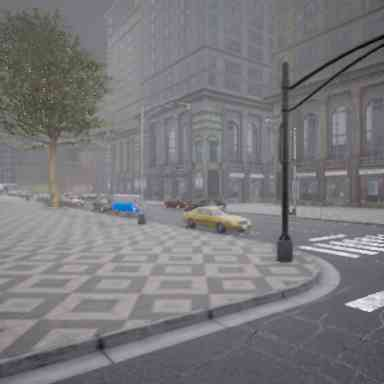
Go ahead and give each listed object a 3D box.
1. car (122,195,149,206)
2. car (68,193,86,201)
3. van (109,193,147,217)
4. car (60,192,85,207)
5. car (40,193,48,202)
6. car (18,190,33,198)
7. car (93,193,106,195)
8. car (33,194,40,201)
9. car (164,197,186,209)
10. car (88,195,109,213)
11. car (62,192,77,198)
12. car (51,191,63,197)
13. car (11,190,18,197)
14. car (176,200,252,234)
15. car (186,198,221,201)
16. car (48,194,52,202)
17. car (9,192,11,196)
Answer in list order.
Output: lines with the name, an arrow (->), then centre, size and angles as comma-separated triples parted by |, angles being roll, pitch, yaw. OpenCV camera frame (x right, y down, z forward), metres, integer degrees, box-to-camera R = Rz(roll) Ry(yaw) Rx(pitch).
car -> -8.008, 1.119, 46.866 | 2.008, 1.369, 4.403 | 1, 0, -35
car -> -21.010, 0.854, 60.681 | 1.994, 1.385, 4.181 | 0, 1, -35
van -> -5.266, 1.117, 28.168 | 1.690, 1.788, 3.998 | 1, 0, -35
car -> -14.876, 1.077, 41.811 | 1.752, 1.417, 4.829 | 1, 0, -35
car -> -21.443, 0.936, 51.135 | 2.008, 1.369, 4.403 | 1, 0, -35
car -> -34.380, 0.508, 69.504 | 1.967, 1.590, 4.097 | 1, 0, -35
car -> -14.478, 0.955, 56.049 | 2.008, 1.369, 4.403 | 1, 0, -35
car -> -24.678, 0.855, 55.727 | 2.008, 1.369, 4.403 | 1, 0, -35
car -> -1.537, 1.270, 37.678 | 1.887, 1.381, 4.507 | 1, 0, -35
car -> -8.503, 1.257, 32.761 | 2.008, 1.369, 4.403 | 1, 0, -35
car -> -27.416, 0.632, 74.417 | 1.887, 1.381, 4.507 | 1, 0, -35
car -> -33.886, 0.515, 83.601 | 1.802, 1.307, 4.206 | 1, 0, -35
car -> -40.851, 0.354, 78.689 | 1.967, 1.590, 4.097 | 1, 0, -35
car -> 1.301, 1.425, 18.840 | 1.752, 1.417, 4.829 | 1, 0, -35
car -> 1.696, 1.362, 33.086 | 1.947, 1.339, 4.313 | 1, 0, -35
car -> -18.208, 1.017, 46.542 | 2.008, 1.369, 4.403 | 1, 0, -35
car -> -44.086, 0.278, 83.282 | 1.967, 1.590, 4.097 | 1, 0, -35
